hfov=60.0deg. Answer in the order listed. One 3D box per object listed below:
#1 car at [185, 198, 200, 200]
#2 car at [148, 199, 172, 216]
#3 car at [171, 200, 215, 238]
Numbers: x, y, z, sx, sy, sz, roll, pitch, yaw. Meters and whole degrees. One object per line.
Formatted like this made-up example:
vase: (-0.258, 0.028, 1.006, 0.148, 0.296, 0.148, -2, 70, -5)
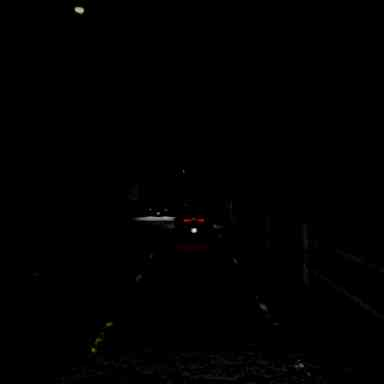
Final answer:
car: (0.045, 1.296, 32.164, 1.882, 1.535, 5.008, 0, 0, -1)
car: (-2.778, 1.376, 30.375, 2.033, 1.411, 5.357, 0, 0, 1)
car: (0.097, 1.408, 17.006, 1.837, 1.490, 4.892, 0, 1, 0)
